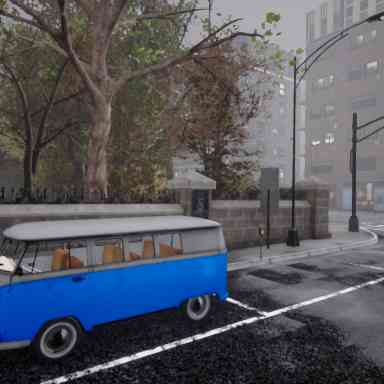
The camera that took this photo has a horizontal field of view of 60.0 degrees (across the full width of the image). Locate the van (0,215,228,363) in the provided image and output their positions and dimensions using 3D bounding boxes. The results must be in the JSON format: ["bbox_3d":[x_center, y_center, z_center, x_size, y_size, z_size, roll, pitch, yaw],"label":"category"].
[{"bbox_3d":[-1.246,1.342,5.601,3.998,1.788,1.690,0,1,-35],"label":"van"}]
